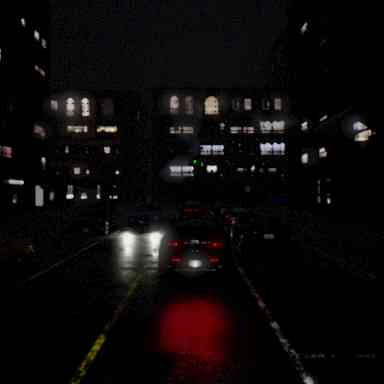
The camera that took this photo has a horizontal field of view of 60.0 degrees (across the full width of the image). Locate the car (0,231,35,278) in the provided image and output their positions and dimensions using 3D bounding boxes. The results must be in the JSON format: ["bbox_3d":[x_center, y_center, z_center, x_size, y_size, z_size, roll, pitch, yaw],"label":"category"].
[{"bbox_3d":[-5.284,1.496,7.403,1.752,1.417,4.829,1,0,0],"label":"car"}]

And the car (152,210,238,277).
[{"bbox_3d":[0.083,1.460,10.068,1.837,1.490,4.892,0,-2,0],"label":"car"}]

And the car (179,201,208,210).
[{"bbox_3d":[0.085,1.417,25.123,1.837,1.490,4.892,0,0,0],"label":"car"}]

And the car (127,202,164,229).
[{"bbox_3d":[-2.834,1.402,21.150,1.882,1.535,5.008,0,0,0],"label":"car"}]

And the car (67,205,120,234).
[{"bbox_3d":[-5.269,1.498,18.703,1.947,1.339,4.313,1,0,0],"label":"car"}]

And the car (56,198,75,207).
[{"bbox_3d":[-19.688,1.553,49.388,4.403,1.369,2.008,0,0,0],"label":"car"}]

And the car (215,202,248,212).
[{"bbox_3d":[2.579,1.477,18.726,1.887,1.381,4.507,1,0,0],"label":"car"}]

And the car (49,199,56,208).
[{"bbox_3d":[-19.648,1.378,41.249,4.097,1.590,1.967,0,0,0],"label":"car"}]

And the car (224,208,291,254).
[{"bbox_3d":[2.577,1.516,13.161,1.947,1.339,4.313,1,0,0],"label":"car"}]

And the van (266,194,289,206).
[{"bbox_3d":[13.095,1.136,49.424,3.998,1.788,1.690,0,0,0],"label":"van"}]

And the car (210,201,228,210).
[{"bbox_3d":[2.581,1.465,29.853,1.947,1.339,4.313,1,0,0],"label":"car"}]
